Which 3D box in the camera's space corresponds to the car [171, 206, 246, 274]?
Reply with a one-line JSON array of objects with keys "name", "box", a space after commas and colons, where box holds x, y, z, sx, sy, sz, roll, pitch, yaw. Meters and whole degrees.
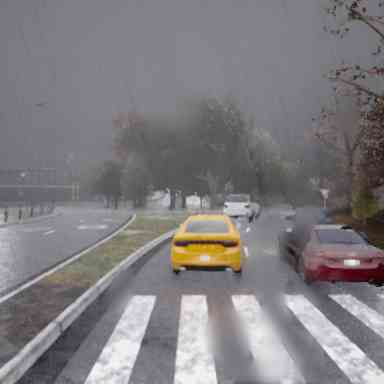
[{"name": "car", "box": [0.545, 1.451, 10.587, 1.882, 1.535, 5.008, 0, 0, 5]}]

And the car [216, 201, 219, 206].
[{"name": "car", "box": [8.194, 2.423, 75.307, 5.566, 2.045, 2.150, -1, -2, 21]}]

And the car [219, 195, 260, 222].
[{"name": "car", "box": [4.067, 1.231, 26.566, 2.150, 2.045, 5.566, -1, -1, 19]}]

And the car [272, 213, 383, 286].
[{"name": "car", "box": [3.720, 1.534, 9.410, 1.994, 1.385, 4.181, 0, 0, 4]}]

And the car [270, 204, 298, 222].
[{"name": "car", "box": [7.188, 1.581, 25.656, 1.895, 1.301, 4.718, -1, -1, 20]}]
